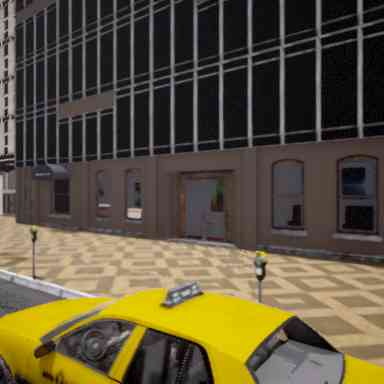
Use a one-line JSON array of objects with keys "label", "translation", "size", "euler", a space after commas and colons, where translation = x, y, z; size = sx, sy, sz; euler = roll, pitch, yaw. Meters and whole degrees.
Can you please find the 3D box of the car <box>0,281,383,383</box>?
[{"label": "car", "translation": [-0.303, 1.518, 3.093], "size": [4.829, 1.417, 1.752], "euler": [0, 0, 35]}]
